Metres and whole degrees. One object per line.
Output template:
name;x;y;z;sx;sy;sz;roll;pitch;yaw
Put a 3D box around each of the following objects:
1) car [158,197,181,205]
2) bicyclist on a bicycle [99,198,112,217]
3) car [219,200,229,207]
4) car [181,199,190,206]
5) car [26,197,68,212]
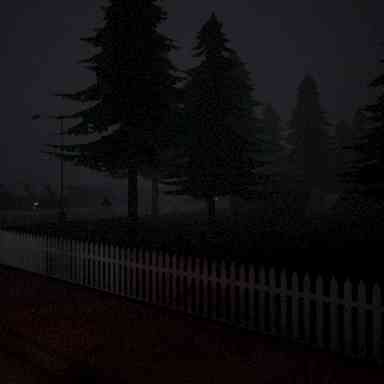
car;-3.829;1.222;58.433;2.150;2.045;5.566;0;0;35
bicyclist on a bicycle;-7.200;1.300;27.864;1.656;1.620;0.582;0;0;34
car;4.278;1.218;51.479;2.150;2.045;5.566;0;0;34
car;0.903;1.474;52.819;1.882;1.535;5.008;0;0;35
car;-17.020;1.352;39.179;2.097;1.767;4.553;0;0;34
